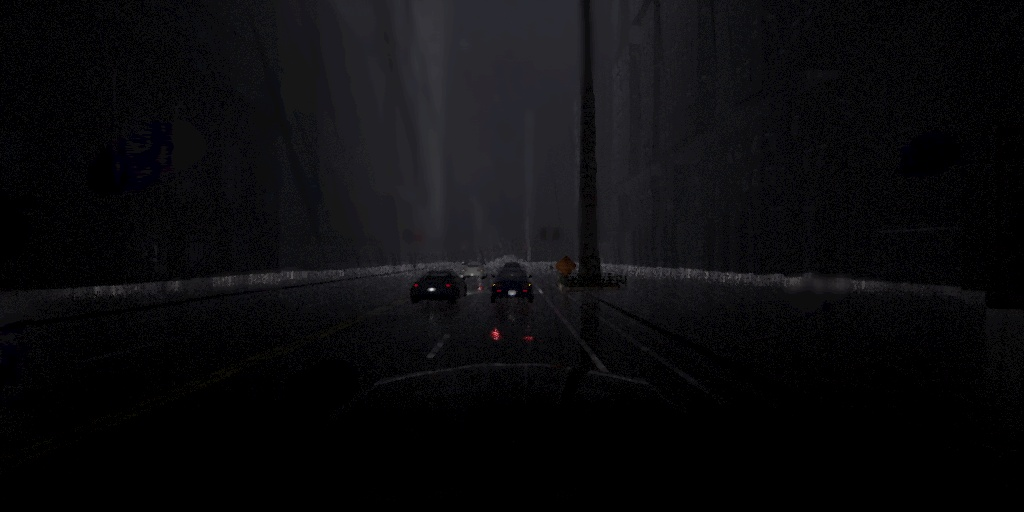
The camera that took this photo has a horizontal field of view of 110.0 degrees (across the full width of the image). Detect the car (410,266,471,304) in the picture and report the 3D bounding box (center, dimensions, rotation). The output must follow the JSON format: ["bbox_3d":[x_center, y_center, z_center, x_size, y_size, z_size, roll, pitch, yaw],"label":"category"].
[{"bbox_3d":[-3.250,1.327,16.502,1.994,1.385,4.181,0,0,0],"label":"car"}]

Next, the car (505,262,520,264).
[{"bbox_3d":[0.001,1.289,31.503,1.837,1.490,4.892,0,0,0],"label":"car"}]

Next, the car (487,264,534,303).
[{"bbox_3d":[0.000,1.288,16.502,1.812,1.442,4.674,0,0,0],"label":"car"}]

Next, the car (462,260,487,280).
[{"bbox_3d":[-3.249,1.306,31.503,1.812,1.442,4.674,0,0,0],"label":"car"}]

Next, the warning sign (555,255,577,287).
[{"bbox_3d":[3.226,0.873,21.453,1.300,1.860,1.060,0,0,0],"label":"warning sign"}]
